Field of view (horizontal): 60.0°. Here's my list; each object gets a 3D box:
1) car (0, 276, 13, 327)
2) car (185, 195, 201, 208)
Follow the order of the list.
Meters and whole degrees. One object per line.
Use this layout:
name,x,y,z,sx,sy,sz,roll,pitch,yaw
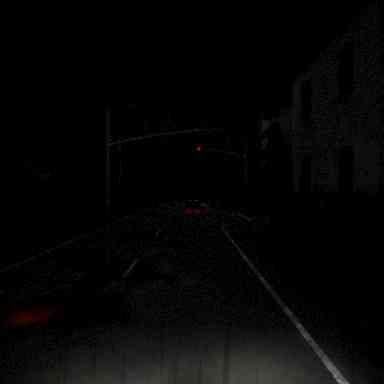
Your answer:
car,-3.573,1.527,2.544,2.033,1.411,5.357,0,0,0
car,0.114,1.164,41.997,2.128,1.511,4.902,0,0,0
